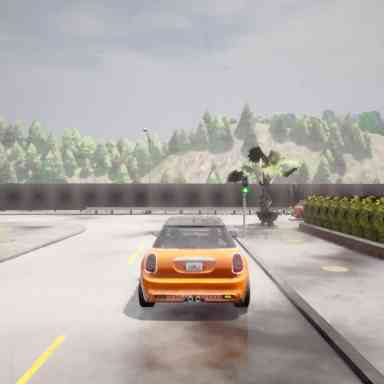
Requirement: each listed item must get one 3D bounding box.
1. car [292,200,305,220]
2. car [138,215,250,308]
[{"bbox_3d":[10.364,1.352,26.224,4.553,1.767,2.097,0,0,0],"label":"car"},{"bbox_3d":[0.060,1.352,8.082,2.097,1.767,4.553,0,0,0],"label":"car"}]
